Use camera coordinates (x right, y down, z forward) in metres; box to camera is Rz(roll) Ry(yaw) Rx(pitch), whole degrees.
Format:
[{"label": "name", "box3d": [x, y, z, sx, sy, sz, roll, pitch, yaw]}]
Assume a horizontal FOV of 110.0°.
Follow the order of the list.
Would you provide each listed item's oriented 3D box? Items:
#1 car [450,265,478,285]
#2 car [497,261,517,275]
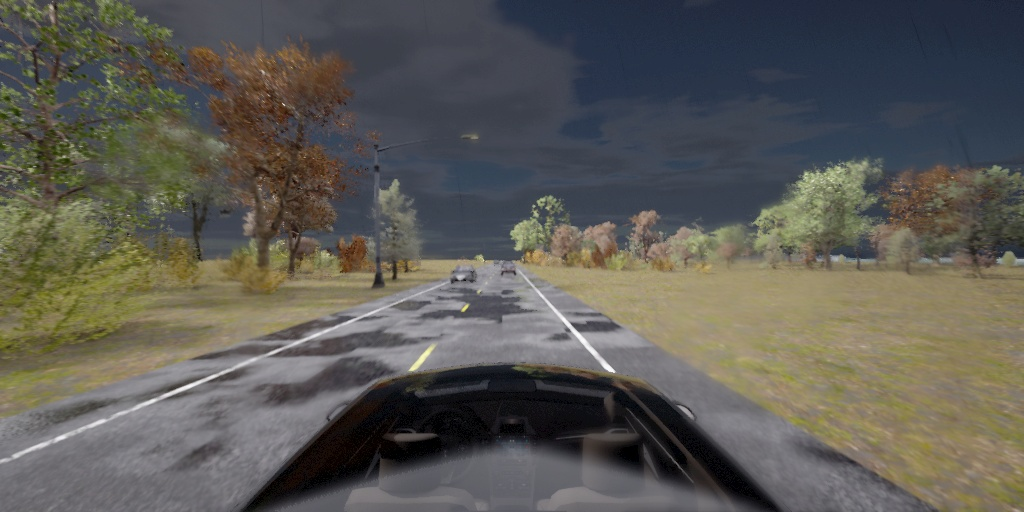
[{"label": "car", "box3d": [-3.941, 1.490, 29.753, 2.128, 1.511, 4.902, -1, 0, -1]}, {"label": "car", "box3d": [-0.431, 1.557, 44.369, 2.033, 1.411, 5.357, -1, 0, -1]}]
